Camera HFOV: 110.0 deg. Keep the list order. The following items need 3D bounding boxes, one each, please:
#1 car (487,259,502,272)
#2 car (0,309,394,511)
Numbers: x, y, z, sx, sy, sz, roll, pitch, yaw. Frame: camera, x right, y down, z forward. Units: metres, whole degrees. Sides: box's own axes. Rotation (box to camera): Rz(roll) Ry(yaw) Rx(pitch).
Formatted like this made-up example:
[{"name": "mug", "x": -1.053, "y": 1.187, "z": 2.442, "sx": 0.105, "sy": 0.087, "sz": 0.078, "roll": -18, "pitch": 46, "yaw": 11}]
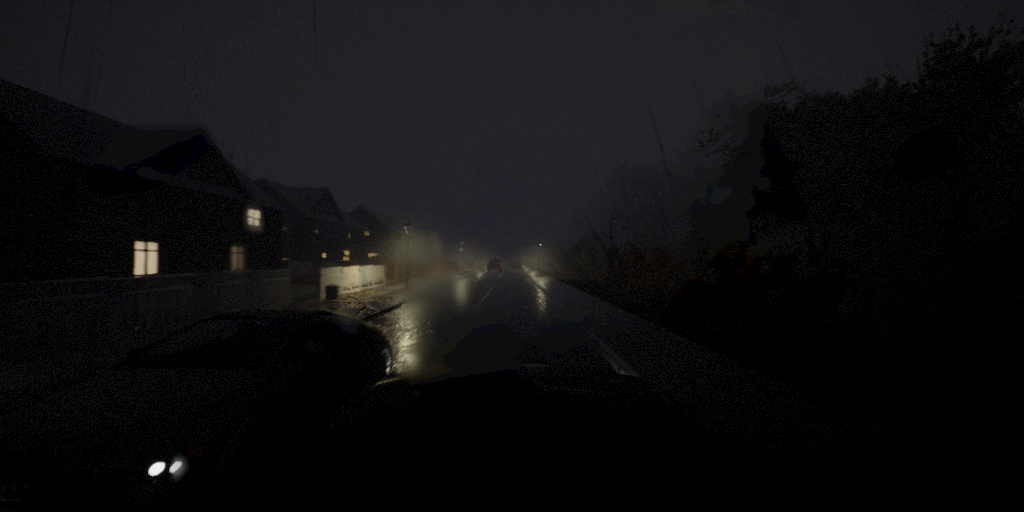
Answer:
[{"name": "car", "x": -2.762, "y": 1.432, "z": 57.326, "sx": 2.150, "sy": 2.045, "sz": 5.566, "roll": 0, "pitch": 0, "yaw": 1}, {"name": "car", "x": -2.848, "y": 1.331, "z": 3.982, "sx": 1.994, "sy": 1.385, "sz": 4.181, "roll": 0, "pitch": 0, "yaw": 0}]
